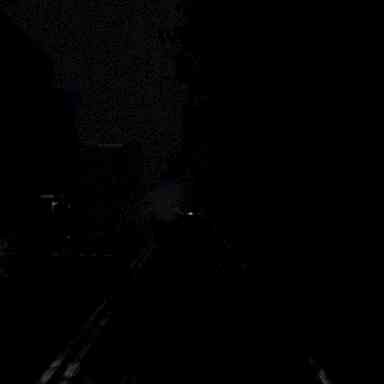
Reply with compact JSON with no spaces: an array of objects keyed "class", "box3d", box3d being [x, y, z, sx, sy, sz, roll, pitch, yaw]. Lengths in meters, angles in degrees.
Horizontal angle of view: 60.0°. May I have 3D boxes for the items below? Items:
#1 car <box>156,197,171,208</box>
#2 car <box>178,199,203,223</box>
[{"class":"car","box3d":[-3.831,1.484,46.083,1.812,1.442,4.674,0,0,-1]},{"class":"car","box3d":[-0.108,1.543,25.313,2.033,1.411,5.357,0,0,0]}]
